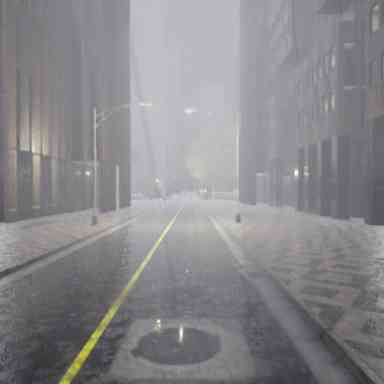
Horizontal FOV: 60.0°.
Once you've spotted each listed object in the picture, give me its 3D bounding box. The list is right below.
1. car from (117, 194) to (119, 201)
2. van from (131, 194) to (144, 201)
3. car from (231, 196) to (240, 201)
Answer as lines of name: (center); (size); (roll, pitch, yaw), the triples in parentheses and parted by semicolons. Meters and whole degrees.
car: (-19.982, 1.461, 85.275); (4.097, 1.590, 1.967); (0, 1, 0)
van: (-14.541, 1.369, 85.244); (3.998, 1.788, 1.690); (0, 1, 0)
car: (12.116, 1.644, 85.101); (4.313, 1.339, 1.947); (0, 1, 0)
